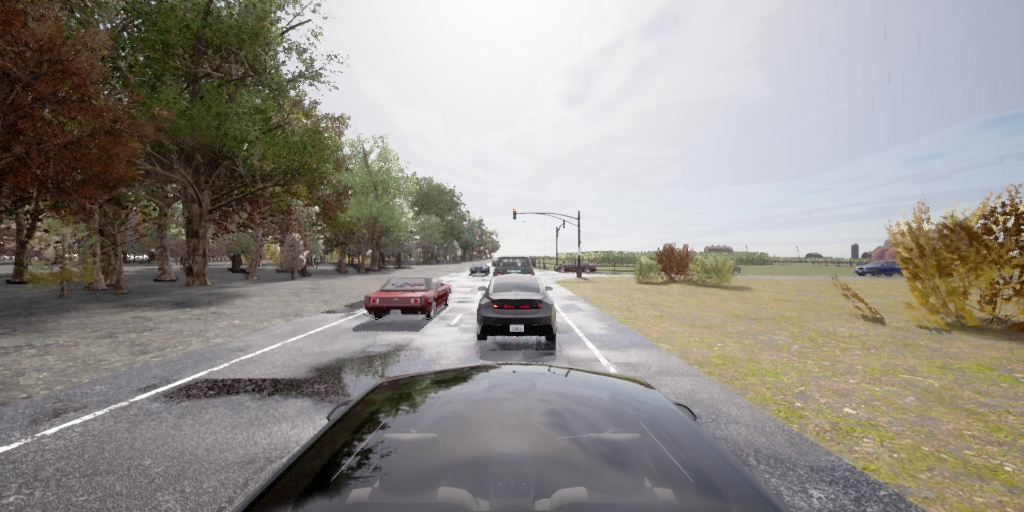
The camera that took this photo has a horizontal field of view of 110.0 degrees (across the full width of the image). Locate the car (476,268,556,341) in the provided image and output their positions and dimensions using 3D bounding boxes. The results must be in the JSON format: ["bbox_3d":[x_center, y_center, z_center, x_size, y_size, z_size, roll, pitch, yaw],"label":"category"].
[{"bbox_3d":[0.099,1.257,9.881,1.837,1.490,4.892,0,0,0],"label":"car"}]

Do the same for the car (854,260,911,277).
[{"bbox_3d":[44.380,1.514,42.822,5.566,2.045,2.150,1,-1,1],"label":"car"}]

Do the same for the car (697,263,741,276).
[{"bbox_3d":[24.640,1.580,42.926,4.892,1.490,1.837,0,-1,0],"label":"car"}]

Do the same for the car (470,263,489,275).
[{"bbox_3d":[-3.407,1.358,38.774,1.895,1.301,4.718,0,0,0],"label":"car"}]

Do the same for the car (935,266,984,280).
[{"bbox_3d":[48.925,1.807,39.221,4.674,1.442,1.812,1,-1,0],"label":"car"}]

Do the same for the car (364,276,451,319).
[{"bbox_3d":[-3.402,1.353,12.721,1.895,1.301,4.718,0,0,0],"label":"car"}]

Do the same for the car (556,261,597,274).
[{"bbox_3d":[7.978,1.393,44.270,5.008,1.535,1.882,1,0,17],"label":"car"}]

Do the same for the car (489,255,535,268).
[{"bbox_3d":[0.099,0.976,19.797,2.150,2.045,5.566,0,0,0],"label":"car"}]
